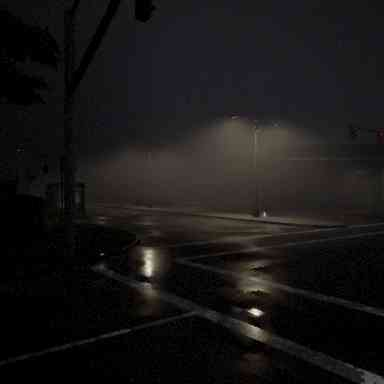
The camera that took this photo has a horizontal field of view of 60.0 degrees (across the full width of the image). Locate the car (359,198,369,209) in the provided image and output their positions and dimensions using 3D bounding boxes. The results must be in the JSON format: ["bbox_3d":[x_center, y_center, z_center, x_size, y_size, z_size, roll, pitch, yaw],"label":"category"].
[{"bbox_3d":[21.259,1.455,44.129,1.970,1.475,3.806,0,0,-35],"label":"car"}]

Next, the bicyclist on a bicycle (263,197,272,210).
[{"bbox_3d":[9.410,1.430,41.875,1.656,1.620,0.582,-6,-7,-36],"label":"bicyclist on a bicycle"}]

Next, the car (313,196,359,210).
[{"bbox_3d":[16.984,1.294,40.216,2.242,1.667,4.611,0,0,-35],"label":"car"}]

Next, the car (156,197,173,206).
[{"bbox_3d":[-5.101,1.547,54.893,2.033,1.411,5.357,0,0,-35],"label":"car"}]

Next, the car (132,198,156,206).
[{"bbox_3d":[-7.971,1.564,52.889,1.994,1.385,4.181,0,0,-35],"label":"car"}]
